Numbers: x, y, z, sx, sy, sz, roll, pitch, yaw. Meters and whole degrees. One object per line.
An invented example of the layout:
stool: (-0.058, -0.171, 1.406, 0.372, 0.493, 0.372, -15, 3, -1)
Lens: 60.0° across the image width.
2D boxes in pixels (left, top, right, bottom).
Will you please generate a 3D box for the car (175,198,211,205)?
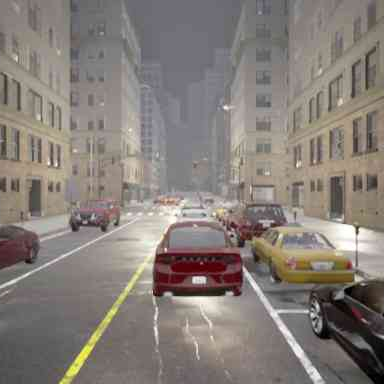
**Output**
car: (0.098, 1.479, 25.380, 2.128, 1.511, 4.902, 0, 0, 0)

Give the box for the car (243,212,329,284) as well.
car: (2.776, 1.529, 9.394, 1.752, 1.417, 4.829, 0, 0, 0)

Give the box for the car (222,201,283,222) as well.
car: (2.782, 1.317, 14.778, 2.192, 1.841, 5.009, 0, 0, 0)

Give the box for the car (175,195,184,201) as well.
car: (-2.925, 1.316, 76.919, 1.994, 1.385, 4.181, 0, 0, 0)

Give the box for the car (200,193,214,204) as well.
car: (2.826, 1.424, 57.987, 2.008, 1.369, 4.403, 0, 0, 0)

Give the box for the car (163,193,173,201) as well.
car: (-5.676, 1.185, 79.697, 1.967, 1.590, 4.097, 1, 0, 0)

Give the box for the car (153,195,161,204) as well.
car: (-5.700, 1.417, 58.003, 1.887, 1.381, 4.507, 0, 0, 0)

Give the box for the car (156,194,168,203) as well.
car: (-5.693, 1.285, 63.427, 1.967, 1.590, 4.097, 1, 0, 0)

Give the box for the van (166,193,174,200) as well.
van: (-5.669, 1.050, 85.119, 1.690, 1.788, 3.998, 1, 0, 0)

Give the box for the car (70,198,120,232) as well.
car: (-5.738, 1.311, 20.345, 2.192, 1.841, 5.009, 0, 0, 0)

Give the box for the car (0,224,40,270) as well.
car: (-5.751, 1.586, 9.239, 1.802, 1.307, 4.206, 0, 0, 0)

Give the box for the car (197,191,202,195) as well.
car: (2.860, 1.111, 90.527, 1.967, 1.590, 4.097, 1, 0, 0)

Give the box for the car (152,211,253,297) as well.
car: (0.081, 1.481, 8.637, 1.882, 1.535, 5.008, 0, 0, -1)

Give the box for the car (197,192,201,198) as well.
car: (2.848, 1.327, 79.683, 1.802, 1.307, 4.206, 1, 0, 0)

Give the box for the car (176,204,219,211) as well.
car: (0.115, 1.526, 16.238, 1.812, 1.442, 4.674, 0, 0, 0)

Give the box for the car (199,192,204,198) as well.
car: (2.838, 1.338, 69.003, 1.752, 1.417, 4.829, 1, 0, 0)

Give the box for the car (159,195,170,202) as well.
car: (-5.688, 1.358, 68.850, 1.887, 1.381, 4.507, 1, 0, 0)

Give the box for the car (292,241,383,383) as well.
car: (2.769, 1.570, 3.672, 1.947, 1.339, 4.313, 0, 0, 0)

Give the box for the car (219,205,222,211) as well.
car: (2.787, 1.578, 20.329, 1.802, 1.307, 4.206, 0, 0, 0)

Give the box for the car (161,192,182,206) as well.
car: (-3.097, 1.254, 51.833, 2.097, 1.767, 4.553, 0, 0, 2)

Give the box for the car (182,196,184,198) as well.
car: (-2.990, 1.346, 63.106, 1.837, 1.490, 4.892, 0, 2, 1)
